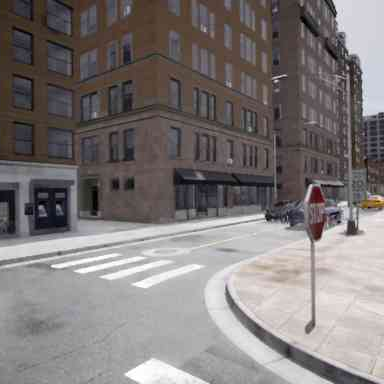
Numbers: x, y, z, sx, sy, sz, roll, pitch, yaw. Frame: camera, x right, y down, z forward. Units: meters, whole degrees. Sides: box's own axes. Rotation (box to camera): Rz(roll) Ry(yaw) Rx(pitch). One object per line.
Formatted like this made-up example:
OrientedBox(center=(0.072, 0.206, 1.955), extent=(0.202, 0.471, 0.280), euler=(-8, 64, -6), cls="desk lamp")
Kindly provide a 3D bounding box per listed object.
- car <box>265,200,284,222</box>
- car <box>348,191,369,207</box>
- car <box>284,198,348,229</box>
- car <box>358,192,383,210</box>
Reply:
OrientedBox(center=(6.984, 1.336, 24.247), extent=(1.837, 1.490, 4.892), euler=(-1, 0, 37), cls="car")
OrientedBox(center=(22.134, 0.895, 43.903), extent=(2.150, 2.045, 5.566), euler=(-1, -1, 37), cls="car")
OrientedBox(center=(7.638, 1.144, 20.253), extent=(2.097, 1.767, 4.553), euler=(-1, 0, 37), cls="car")
OrientedBox(center=(19.954, 1.134, 36.349), extent=(1.882, 1.535, 5.008), euler=(-1, -1, 37), cls="car")
